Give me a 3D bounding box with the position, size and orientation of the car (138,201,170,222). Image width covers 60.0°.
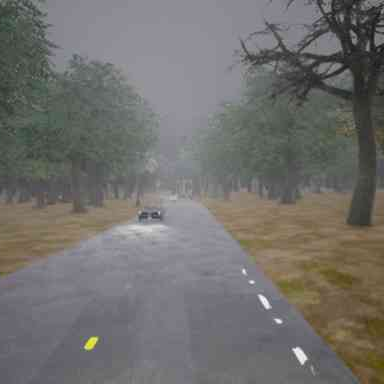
[{"bbox_3d":[-3.099,1.598,26.563,1.895,1.301,4.718,0,0,0],"label":"car"}]

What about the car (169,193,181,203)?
[{"bbox_3d":[-3.671,1.409,67.214,1.812,1.442,4.674,0,0,-3],"label":"car"}]

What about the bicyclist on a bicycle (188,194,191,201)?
[{"bbox_3d":[-0.599,1.309,79.157,0.582,1.620,1.656,0,0,-4],"label":"bicyclist on a bicycle"}]

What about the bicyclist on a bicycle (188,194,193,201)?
[{"bbox_3d":[-0.037,1.320,70.727,0.866,1.612,1.509,0,1,-4],"label":"bicyclist on a bicycle"}]
